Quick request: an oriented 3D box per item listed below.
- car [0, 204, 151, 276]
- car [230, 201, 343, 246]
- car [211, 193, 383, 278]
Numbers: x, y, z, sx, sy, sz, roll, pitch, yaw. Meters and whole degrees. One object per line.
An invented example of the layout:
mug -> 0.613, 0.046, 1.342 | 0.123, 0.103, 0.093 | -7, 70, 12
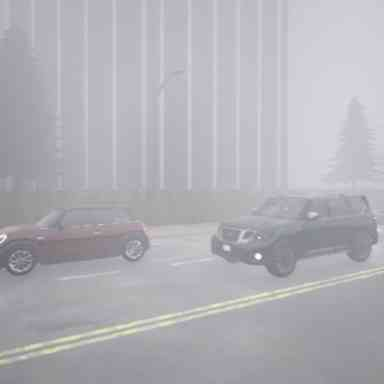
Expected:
car -> -3.613, 1.192, 9.922 | 4.553, 1.767, 2.097 | 0, 1, -31
car -> 4.266, 1.256, 14.721 | 5.008, 1.535, 1.882 | 0, 1, -31
car -> 3.258, 1.070, 10.007 | 5.566, 2.045, 2.150 | 0, 1, -31
